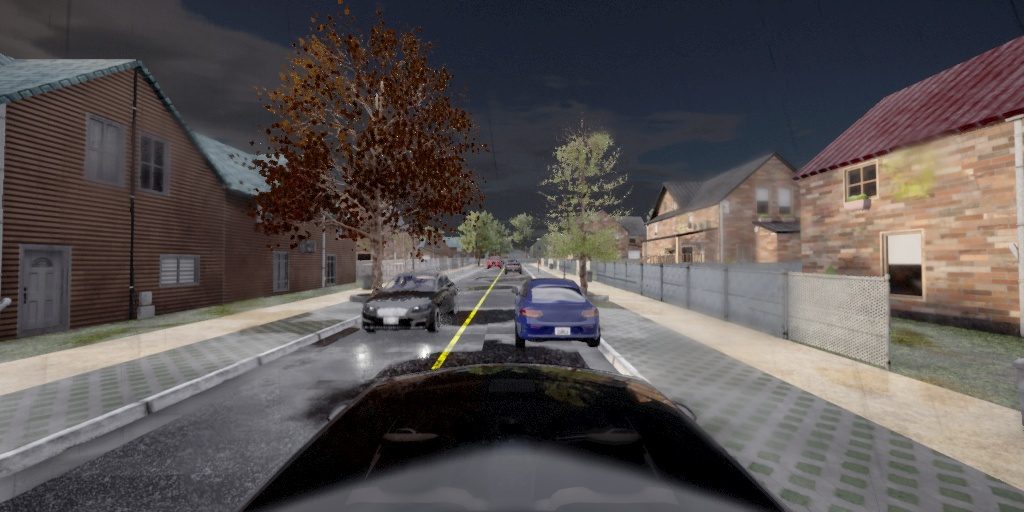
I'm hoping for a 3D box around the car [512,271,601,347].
[{"bbox_3d":[0.977,1.280,9.186,1.812,1.442,4.674,0,0,0],"label":"car"}]

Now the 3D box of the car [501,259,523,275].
[{"bbox_3d":[0.146,1.268,40.041,2.128,1.511,4.902,0,0,0],"label":"car"}]

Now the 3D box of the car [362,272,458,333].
[{"bbox_3d":[-2.833,1.246,10.845,2.128,1.511,4.902,0,0,0],"label":"car"}]

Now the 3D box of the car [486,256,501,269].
[{"bbox_3d":[-2.752,1.017,56.055,2.150,2.045,5.566,0,0,0],"label":"car"}]
